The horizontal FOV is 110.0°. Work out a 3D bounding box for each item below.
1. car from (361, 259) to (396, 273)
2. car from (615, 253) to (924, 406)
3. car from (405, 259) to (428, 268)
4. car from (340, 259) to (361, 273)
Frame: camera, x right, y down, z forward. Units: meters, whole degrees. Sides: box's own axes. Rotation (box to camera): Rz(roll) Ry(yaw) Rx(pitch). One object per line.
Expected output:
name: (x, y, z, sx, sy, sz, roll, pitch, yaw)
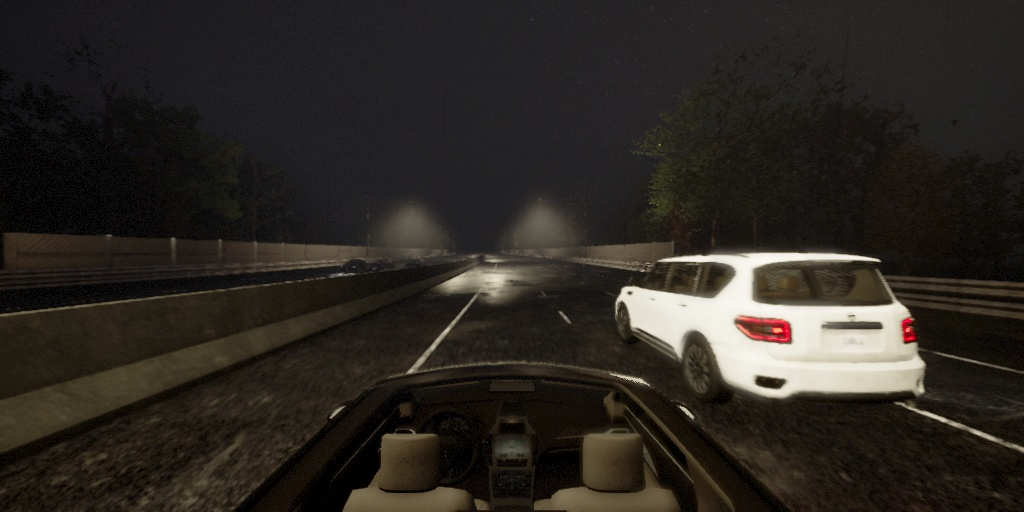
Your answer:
car: (-14.450, 1.100, 39.962, 2.128, 1.511, 4.902, 0, 1, -1)
car: (3.595, 0.981, 6.468, 2.150, 2.045, 5.566, 0, 0, 0)
car: (-10.981, 1.079, 41.423, 2.128, 1.511, 4.902, 0, 1, -1)
car: (-17.975, 1.122, 41.232, 1.812, 1.442, 4.674, 0, 1, -1)
